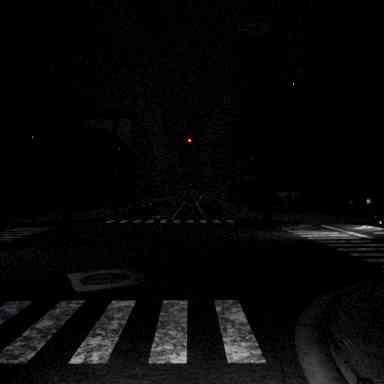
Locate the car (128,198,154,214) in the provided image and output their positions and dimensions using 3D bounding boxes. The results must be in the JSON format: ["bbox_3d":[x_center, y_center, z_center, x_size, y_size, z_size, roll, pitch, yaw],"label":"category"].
[{"bbox_3d":[-5.694,1.480,36.186,1.967,1.590,4.097,0,0,0],"label":"car"}]

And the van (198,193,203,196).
[{"bbox_3d":[2.355,1.424,58.221,1.690,1.788,3.998,0,0,0],"label":"van"}]

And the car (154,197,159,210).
[{"bbox_3d":[-5.688,1.489,41.697,1.967,1.590,4.097,0,0,0],"label":"car"}]

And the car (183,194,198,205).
[{"bbox_3d":[-0.276,1.601,63.326,1.837,1.490,4.892,0,0,0],"label":"car"}]

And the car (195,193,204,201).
[{"bbox_3d":[2.022,1.401,90.176,2.150,2.045,5.566,0,0,0],"label":"car"}]

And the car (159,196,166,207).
[{"bbox_3d":[-5.676,1.653,52.718,1.802,1.307,4.206,0,0,0],"label":"car"}]

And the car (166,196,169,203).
[{"bbox_3d":[-5.670,1.634,58.229,2.008,1.369,4.403,0,0,0],"label":"car"}]

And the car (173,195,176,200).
[{"bbox_3d":[-5.646,1.694,80.272,2.008,1.369,4.403,0,0,0],"label":"car"}]

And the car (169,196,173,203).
[{"bbox_3d":[-5.658,1.552,69.250,1.967,1.590,4.097,0,0,0],"label":"car"}]

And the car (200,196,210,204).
[{"bbox_3d":[2.343,1.641,47.199,1.802,1.307,4.206,0,0,0],"label":"car"}]

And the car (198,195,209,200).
[{"bbox_3d":[2.349,1.637,52.710,1.947,1.339,4.313,0,0,0],"label":"car"}]

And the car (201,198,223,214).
[{"bbox_3d":[2.331,1.606,36.177,1.947,1.339,4.313,0,0,0],"label":"car"}]

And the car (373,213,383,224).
[{"bbox_3d":[14.343,1.494,20.715,5.357,1.411,2.033,0,0,-2],"label":"car"}]

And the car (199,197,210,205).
[{"bbox_3d":[2.361,1.647,63.731,2.008,1.369,4.403,0,0,0],"label":"car"}]
